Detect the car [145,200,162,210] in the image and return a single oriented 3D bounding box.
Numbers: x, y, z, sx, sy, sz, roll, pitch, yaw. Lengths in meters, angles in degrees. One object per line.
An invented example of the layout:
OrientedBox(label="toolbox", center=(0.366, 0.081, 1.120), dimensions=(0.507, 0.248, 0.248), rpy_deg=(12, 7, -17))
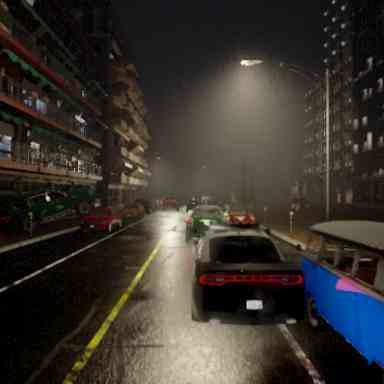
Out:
OrientedBox(label="car", center=(-5.531, 1.905, 48.617), dimensions=(2.008, 1.369, 4.403), rpy_deg=(0, 0, 0))

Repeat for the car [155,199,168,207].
OrientedBox(label="car", center=(-5.495, 2.005, 59.669), dimensions=(1.947, 1.339, 4.313), rpy_deg=(0, 0, 0))

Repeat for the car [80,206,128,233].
OrientedBox(label="car", center=(-5.622, 1.698, 20.984), dimensions=(1.887, 1.381, 4.507), rpy_deg=(0, 0, 0))

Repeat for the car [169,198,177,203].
OrientedBox(label="car", center=(-5.386, 2.277, 92.827), dimensions=(1.947, 1.339, 4.313), rpy_deg=(-1, 0, 0))

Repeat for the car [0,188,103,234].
OrientedBox(label="car", center=(-8.672, 0.816, 19.883), dimensions=(5.566, 2.045, 2.150), rpy_deg=(-25, 19, -40))

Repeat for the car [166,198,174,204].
OrientedBox(label="car", center=(-5.422, 2.201, 81.774), dimensions=(1.802, 1.307, 4.206), rpy_deg=(-1, 0, 0))

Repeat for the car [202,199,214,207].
OrientedBox(label="car", center=(2.885, 1.990, 59.642), dimensions=(1.947, 1.339, 4.313), rpy_deg=(-1, 0, 0))

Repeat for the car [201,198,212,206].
OrientedBox(label="car", center=(2.902, 1.908, 65.169), dimensions=(1.967, 1.590, 4.097), rpy_deg=(-1, 0, 0))

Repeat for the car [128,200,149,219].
OrientedBox(label="car", center=(-5.587, 1.756, 31.868), dimensions=(1.752, 1.417, 4.829), rpy_deg=(0, 0, 0))

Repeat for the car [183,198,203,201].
OrientedBox(label="car", center=(0.174, 1.817, 44.422), dimensions=(1.837, 1.490, 4.892), rpy_deg=(0, 0, 1))

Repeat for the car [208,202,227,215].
OrientedBox(label="car", center=(2.812, 1.838, 37.535), dimensions=(1.802, 1.307, 4.206), rpy_deg=(0, 0, 0))

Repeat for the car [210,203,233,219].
OrientedBox(label="car", center=(2.794, 1.798, 32.010), dimensions=(1.802, 1.307, 4.206), rpy_deg=(0, 0, 0))

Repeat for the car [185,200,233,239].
OrientedBox(label="car", center=(0.822, 1.468, 17.395), dimensions=(2.097, 1.767, 4.553), rpy_deg=(0, 0, 3))

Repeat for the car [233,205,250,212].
OrientedBox(label="car", center=(2.757, 1.578, 20.957), dimensions=(1.967, 1.590, 4.097), rpy_deg=(0, 0, 0))

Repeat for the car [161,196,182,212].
OrientedBox(label="car", center=(-2.855, 1.550, 45.282), dimensions=(2.150, 2.045, 5.566), rpy_deg=(0, -1, 0))

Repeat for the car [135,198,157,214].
OrientedBox(label="car", center=(-5.570, 1.587, 37.565), dimensions=(2.192, 1.841, 5.009), rpy_deg=(0, 0, 0))

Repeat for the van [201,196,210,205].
OrientedBox(label="van", center=(2.919, 1.854, 70.697), dimensions=(1.690, 1.788, 3.998), rpy_deg=(-1, 0, 0))

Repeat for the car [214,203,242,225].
OrientedBox(label="car", center=(2.776, 1.704, 26.653), dimensions=(1.752, 1.417, 4.829), rpy_deg=(0, 0, 0))

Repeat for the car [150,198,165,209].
OrientedBox(label="car", center=(-5.514, 1.836, 54.143), dimensions=(1.967, 1.590, 4.097), rpy_deg=(0, 0, 0))

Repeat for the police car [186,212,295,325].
OrientedBox(label="police car", center=(0.929, 1.474, 7.491), dimensions=(1.930, 1.638, 5.238), rpy_deg=(0, 0, 0))

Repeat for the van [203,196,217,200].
OrientedBox(label="van", center=(2.847, 1.680, 48.590), dimensions=(1.690, 1.788, 3.998), rpy_deg=(0, 0, 0))

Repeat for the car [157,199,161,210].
OrientedBox(label="car", center=(-5.549, 1.863, 43.090), dimensions=(2.008, 1.369, 4.403), rpy_deg=(0, 0, 0))

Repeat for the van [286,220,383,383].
OrientedBox(label="van", center=(2.702, 1.366, 4.378), dimensions=(1.690, 1.788, 3.998), rpy_deg=(0, 0, 0))

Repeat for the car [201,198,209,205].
OrientedBox(label="car", center=(2.940, 2.085, 76.391), dimensions=(1.752, 1.417, 4.829), rpy_deg=(-1, 0, 0))

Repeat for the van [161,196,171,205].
OrientedBox(label="van", center=(-5.461, 1.869, 70.724), dimensions=(1.690, 1.788, 3.998), rpy_deg=(-1, 0, 0))
